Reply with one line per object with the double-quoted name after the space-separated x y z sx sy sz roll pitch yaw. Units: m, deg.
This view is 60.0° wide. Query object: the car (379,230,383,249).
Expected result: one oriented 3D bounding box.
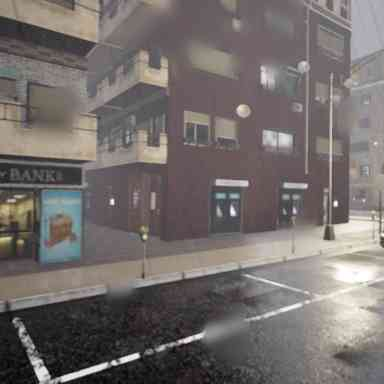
9.118 1.565 13.165 4.403 1.369 2.008 0 1 -35 "car"
